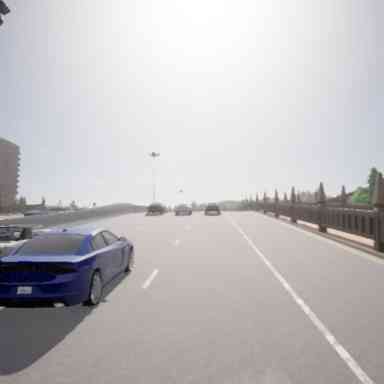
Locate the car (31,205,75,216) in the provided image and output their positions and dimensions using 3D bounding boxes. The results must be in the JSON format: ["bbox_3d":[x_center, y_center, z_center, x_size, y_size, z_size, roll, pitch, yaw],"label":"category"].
[{"bbox_3d":[-12.292,2.023,30.448,1.837,1.490,4.892,-1,-1,3],"label":"car"}]

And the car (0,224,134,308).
[{"bbox_3d":[-2.833,1.613,8.372,1.882,1.535,5.008,-1,-1,3],"label":"car"}]

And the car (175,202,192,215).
[{"bbox_3d":[-0.976,2.000,41.075,1.812,1.442,4.674,-1,-1,3],"label":"car"}]

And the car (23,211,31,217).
[{"bbox_3d":[-15.542,2.160,34.927,2.033,1.411,5.357,-1,-1,3],"label":"car"}]

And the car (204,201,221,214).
[{"bbox_3d":[2.544,1.935,41.351,1.837,1.490,4.892,-1,0,3],"label":"car"}]

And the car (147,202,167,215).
[{"bbox_3d":[-4.407,2.027,42.411,1.882,1.535,5.008,-1,-1,3],"label":"car"}]

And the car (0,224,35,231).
[{"bbox_3d":[-6.123,1.826,12.124,1.895,1.301,4.718,-1,-1,3],"label":"car"}]
